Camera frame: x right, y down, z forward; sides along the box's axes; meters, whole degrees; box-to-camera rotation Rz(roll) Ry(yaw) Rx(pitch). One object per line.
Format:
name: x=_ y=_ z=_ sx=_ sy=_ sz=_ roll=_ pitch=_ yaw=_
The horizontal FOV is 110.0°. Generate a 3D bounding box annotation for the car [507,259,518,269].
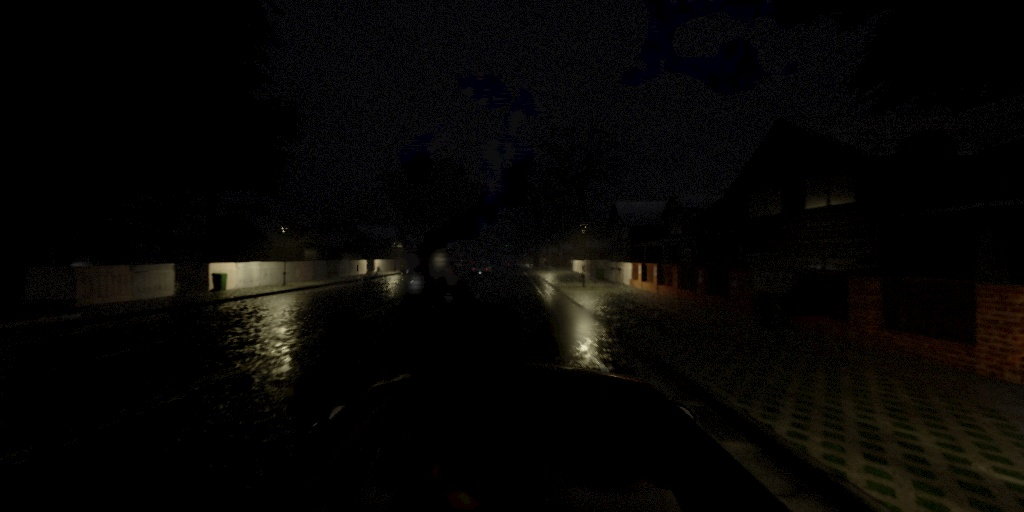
car: x=0.073 y=1.355 z=59.323 sx=2.033 sy=1.411 sz=5.357 roll=0 pitch=0 yaw=0

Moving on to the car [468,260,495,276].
car: x=-3.167 y=1.378 z=37.988 sx=1.895 sy=1.301 sz=4.718 roll=0 pitch=0 yaw=0

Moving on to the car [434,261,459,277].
car: x=-6.604 y=1.281 z=36.425 sx=1.837 sy=1.490 sz=4.892 roll=0 pitch=0 yaw=0

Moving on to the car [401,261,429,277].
car: x=-9.853 y=1.268 z=36.606 sx=2.128 sy=1.511 sz=4.902 roll=0 pitch=0 yaw=0
